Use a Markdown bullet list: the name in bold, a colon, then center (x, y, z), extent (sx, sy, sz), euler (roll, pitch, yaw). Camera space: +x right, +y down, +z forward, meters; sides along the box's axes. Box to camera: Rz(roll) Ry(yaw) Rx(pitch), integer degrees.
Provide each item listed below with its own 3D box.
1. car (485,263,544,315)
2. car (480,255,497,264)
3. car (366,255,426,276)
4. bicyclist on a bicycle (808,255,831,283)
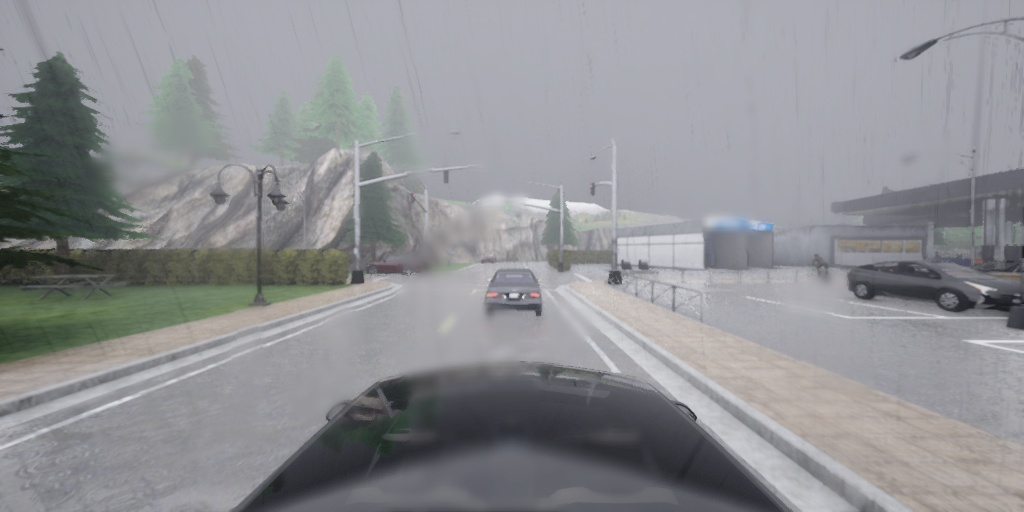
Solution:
- **car**: center (0.077, 1.131, 12.671), extent (2.033, 1.411, 5.357), euler (0, 1, 0)
- **car**: center (-3.526, 0.561, 53.765), extent (1.895, 1.301, 4.718), euler (0, 1, 5)
- **car**: center (-9.451, 0.686, 29.117), extent (4.553, 1.767, 2.097), euler (0, 1, 11)
- **bicyclist on a bicycle**: center (18.298, 0.752, 21.358), extent (0.582, 1.620, 1.656), euler (0, 1, 1)
